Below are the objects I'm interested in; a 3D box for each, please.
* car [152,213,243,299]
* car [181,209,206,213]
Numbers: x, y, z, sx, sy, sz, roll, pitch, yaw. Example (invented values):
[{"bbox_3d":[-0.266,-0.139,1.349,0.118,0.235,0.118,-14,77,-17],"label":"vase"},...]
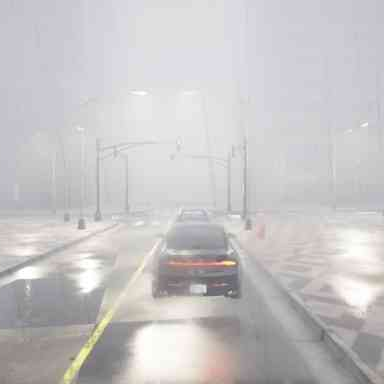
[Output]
[{"bbox_3d":[0.101,1.502,8.437,1.837,1.490,4.892,0,0,0],"label":"car"},{"bbox_3d":[0.061,1.557,17.340,1.994,1.385,4.181,0,0,1],"label":"car"}]
